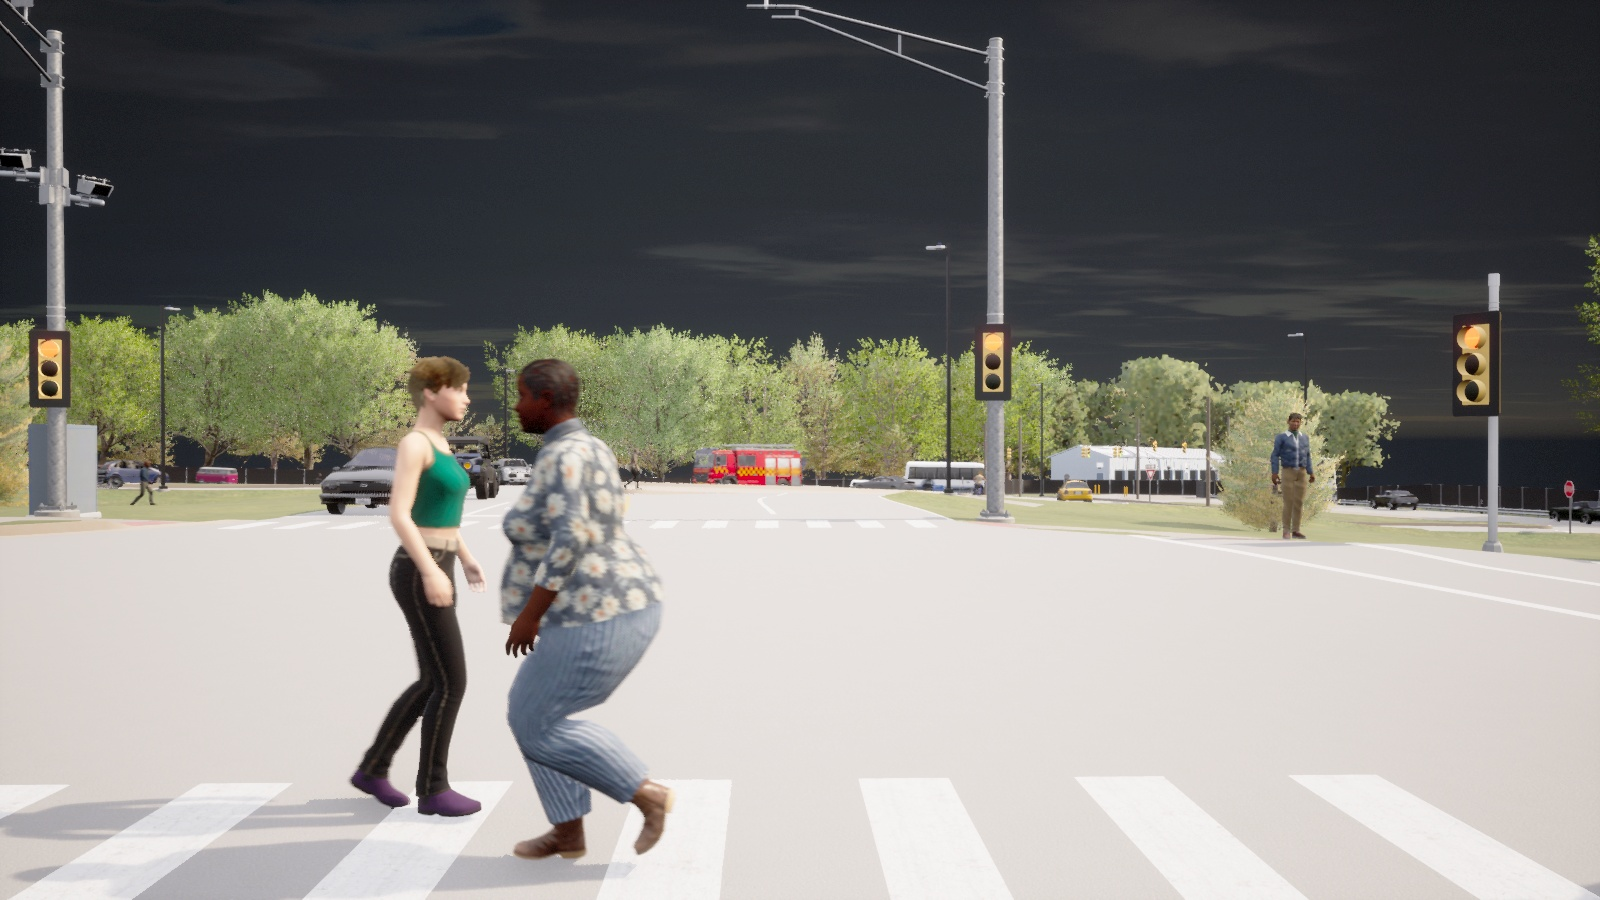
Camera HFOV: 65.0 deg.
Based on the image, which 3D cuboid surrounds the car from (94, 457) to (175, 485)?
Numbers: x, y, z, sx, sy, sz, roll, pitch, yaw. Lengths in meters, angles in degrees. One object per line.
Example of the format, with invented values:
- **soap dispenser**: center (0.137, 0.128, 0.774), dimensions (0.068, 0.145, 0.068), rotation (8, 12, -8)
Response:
- **car**: center (-41.461, 1.359, 78.295), dimensions (1.851, 1.617, 3.988), rotation (-2, -4, 42)

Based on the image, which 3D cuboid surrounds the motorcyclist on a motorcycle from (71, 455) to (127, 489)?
- **motorcyclist on a motorcycle**: center (-35.642, 1.135, 63.861), dimensions (2.350, 1.649, 0.766), rotation (1, 0, -18)

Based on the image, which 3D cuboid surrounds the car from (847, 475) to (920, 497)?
- **car**: center (6.115, 2.629, 92.010), dimensions (4.902, 1.511, 2.128), rotation (0, -3, 37)

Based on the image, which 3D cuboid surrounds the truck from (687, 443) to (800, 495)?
- **truck**: center (-4.302, 1.479, 96.970), dimensions (8.468, 3.827, 2.891), rotation (0, -1, -36)

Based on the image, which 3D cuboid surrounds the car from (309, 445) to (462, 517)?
- **car**: center (-8.879, 0.613, 27.407), dimensions (2.033, 1.411, 5.357), rotation (0, 0, -6)

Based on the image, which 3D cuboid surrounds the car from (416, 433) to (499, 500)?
- **car**: center (-10.076, 0.493, 37.225), dimensions (1.905, 1.878, 3.866), rotation (0, -1, -8)

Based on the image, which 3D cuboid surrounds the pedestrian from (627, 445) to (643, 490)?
- **pedestrian**: center (-6.808, 0.722, 51.888), dimensions (0.634, 1.846, 0.331), rotation (0, 1, -7)

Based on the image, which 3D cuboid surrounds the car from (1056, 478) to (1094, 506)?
- **car**: center (16.784, 2.538, 76.813), dimensions (1.801, 1.575, 5.366), rotation (0, -1, 7)

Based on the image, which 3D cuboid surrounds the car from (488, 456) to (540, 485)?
- **car**: center (-15.626, 1.141, 68.493), dimensions (1.970, 1.475, 3.806), rotation (1, -2, -25)

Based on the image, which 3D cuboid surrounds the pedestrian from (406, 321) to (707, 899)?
- **pedestrian**: center (-0.797, 0.520, 4.392), dimensions (0.900, 1.855, 0.874), rotation (0, 1, -2)

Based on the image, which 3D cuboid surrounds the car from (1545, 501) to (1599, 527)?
- **car**: center (44.847, 3.633, 71.646), dimensions (1.895, 1.301, 4.718), rotation (0, 0, 0)

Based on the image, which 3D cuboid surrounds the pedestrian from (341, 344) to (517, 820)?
- **pedestrian**: center (-1.470, 0.510, 5.015), dimensions (0.594, 1.836, 0.345), rotation (0, 1, 1)

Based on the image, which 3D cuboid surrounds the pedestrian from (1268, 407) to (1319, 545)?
- **pedestrian**: center (7.141, 0.368, 18.201), dimensions (0.423, 1.949, 0.788), rotation (0, 1, 0)

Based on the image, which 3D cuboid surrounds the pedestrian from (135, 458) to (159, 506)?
- **pedestrian**: center (-25.031, 1.210, 48.143), dimensions (0.726, 1.835, 0.370), rotation (0, 1, -8)
